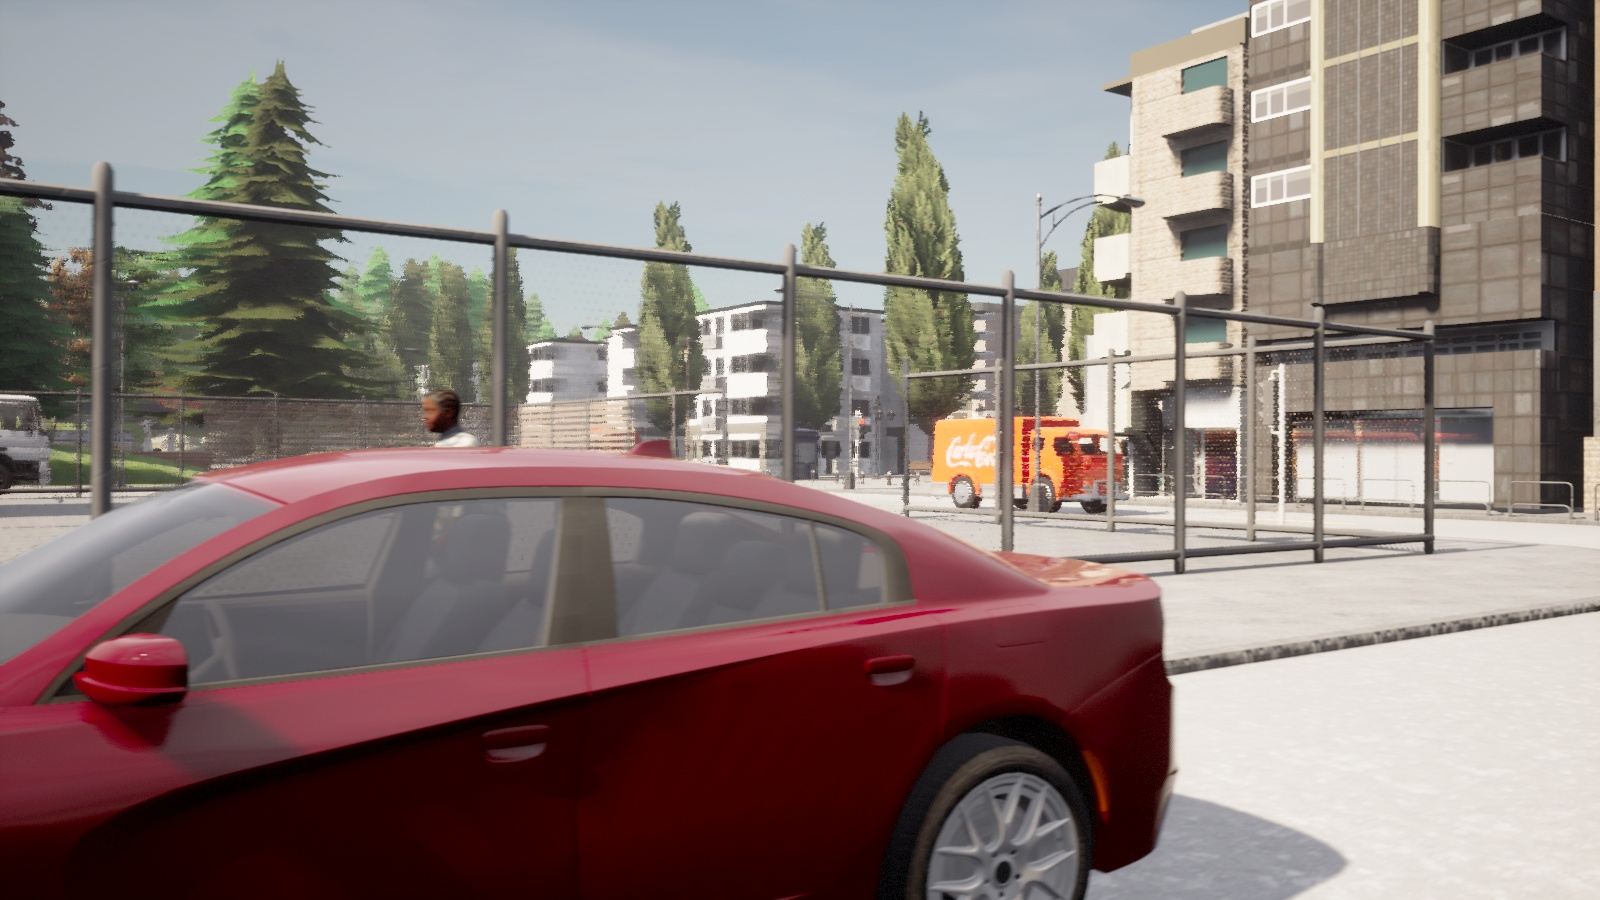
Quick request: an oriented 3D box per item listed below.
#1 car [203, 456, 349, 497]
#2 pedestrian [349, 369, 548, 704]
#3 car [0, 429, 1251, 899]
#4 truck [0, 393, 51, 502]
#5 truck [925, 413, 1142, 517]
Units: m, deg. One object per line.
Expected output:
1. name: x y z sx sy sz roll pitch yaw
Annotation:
1. car: -19.206 0.940 46.095 4.674 1.442 1.812 0 0 -35
2. pedestrian: -2.125 0.481 7.564 0.900 1.855 0.874 0 0 -36
3. car: -1.190 0.735 3.392 5.008 1.535 1.882 0 0 -33
4. truck: -28.419 -0.081 39.709 7.936 3.462 2.891 0 0 -35
5. truck: 5.941 0.362 32.648 2.627 2.467 5.204 0 0 -34
